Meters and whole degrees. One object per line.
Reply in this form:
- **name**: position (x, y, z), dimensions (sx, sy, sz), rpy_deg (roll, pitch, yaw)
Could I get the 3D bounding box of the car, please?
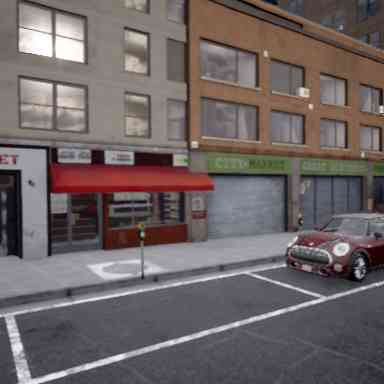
- **car**: position (4.521, 1.344, 9.305), dimensions (4.097, 1.590, 1.967), rpy_deg (0, 0, -33)
